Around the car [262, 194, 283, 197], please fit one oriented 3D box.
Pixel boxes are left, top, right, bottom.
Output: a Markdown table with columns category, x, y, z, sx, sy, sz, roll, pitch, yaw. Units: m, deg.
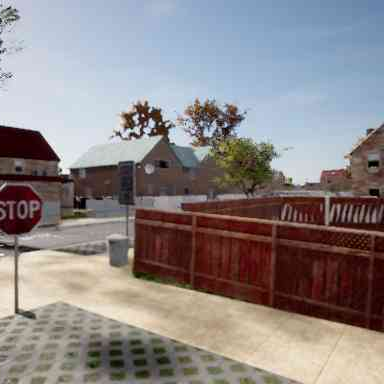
| category | x | y | z | sx | sy | sz | roll | pitch | yaw |
| --- | --- | --- | --- | --- | --- | --- | --- | --- | --- |
| car | 8.043 | 0.937 | 31.969 | 2.097 | 1.767 | 4.553 | -1 | 0 | 36 |
